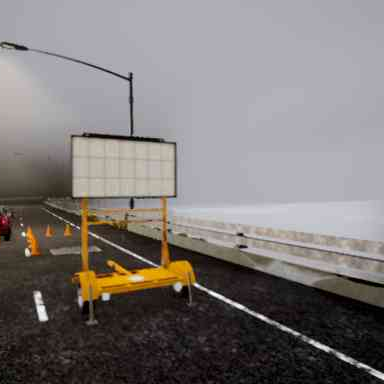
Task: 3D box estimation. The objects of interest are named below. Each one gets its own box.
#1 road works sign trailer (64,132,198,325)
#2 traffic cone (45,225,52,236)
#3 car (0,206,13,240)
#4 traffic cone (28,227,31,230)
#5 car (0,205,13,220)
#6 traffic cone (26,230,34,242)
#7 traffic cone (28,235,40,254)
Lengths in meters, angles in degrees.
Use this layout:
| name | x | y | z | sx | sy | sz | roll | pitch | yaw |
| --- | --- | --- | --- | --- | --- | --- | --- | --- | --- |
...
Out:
| name | x | y | z | sx | sy | sz | roll | pitch | yaw |
| --- | --- | --- | --- | --- | --- | --- | --- | --- | --- |
| road works sign trailer | -1.533 | 0.539 | 7.550 | 2.380 | 3.560 | 2.880 | 0 | -1 | -28 |
| traffic cone | -8.078 | 2.175 | 18.773 | 0.340 | 0.580 | 0.340 | 0 | -1 | -28 |
| car | -11.000 | 1.590 | 18.101 | 2.097 | 1.767 | 4.553 | 0 | -1 | -28 |
| traffic cone | -8.017 | 2.157 | 16.538 | 0.340 | 0.580 | 0.340 | 0 | -1 | -28 |
| car | -19.388 | 2.037 | 34.045 | 1.895 | 1.301 | 4.718 | 0 | 0 | -28 |
| traffic cone | -7.075 | 2.134 | 14.774 | 0.340 | 0.580 | 0.340 | 0 | -1 | -28 |
| traffic cone | -6.133 | 2.112 | 13.011 | 0.340 | 0.580 | 0.340 | 0 | -1 | -28 |
